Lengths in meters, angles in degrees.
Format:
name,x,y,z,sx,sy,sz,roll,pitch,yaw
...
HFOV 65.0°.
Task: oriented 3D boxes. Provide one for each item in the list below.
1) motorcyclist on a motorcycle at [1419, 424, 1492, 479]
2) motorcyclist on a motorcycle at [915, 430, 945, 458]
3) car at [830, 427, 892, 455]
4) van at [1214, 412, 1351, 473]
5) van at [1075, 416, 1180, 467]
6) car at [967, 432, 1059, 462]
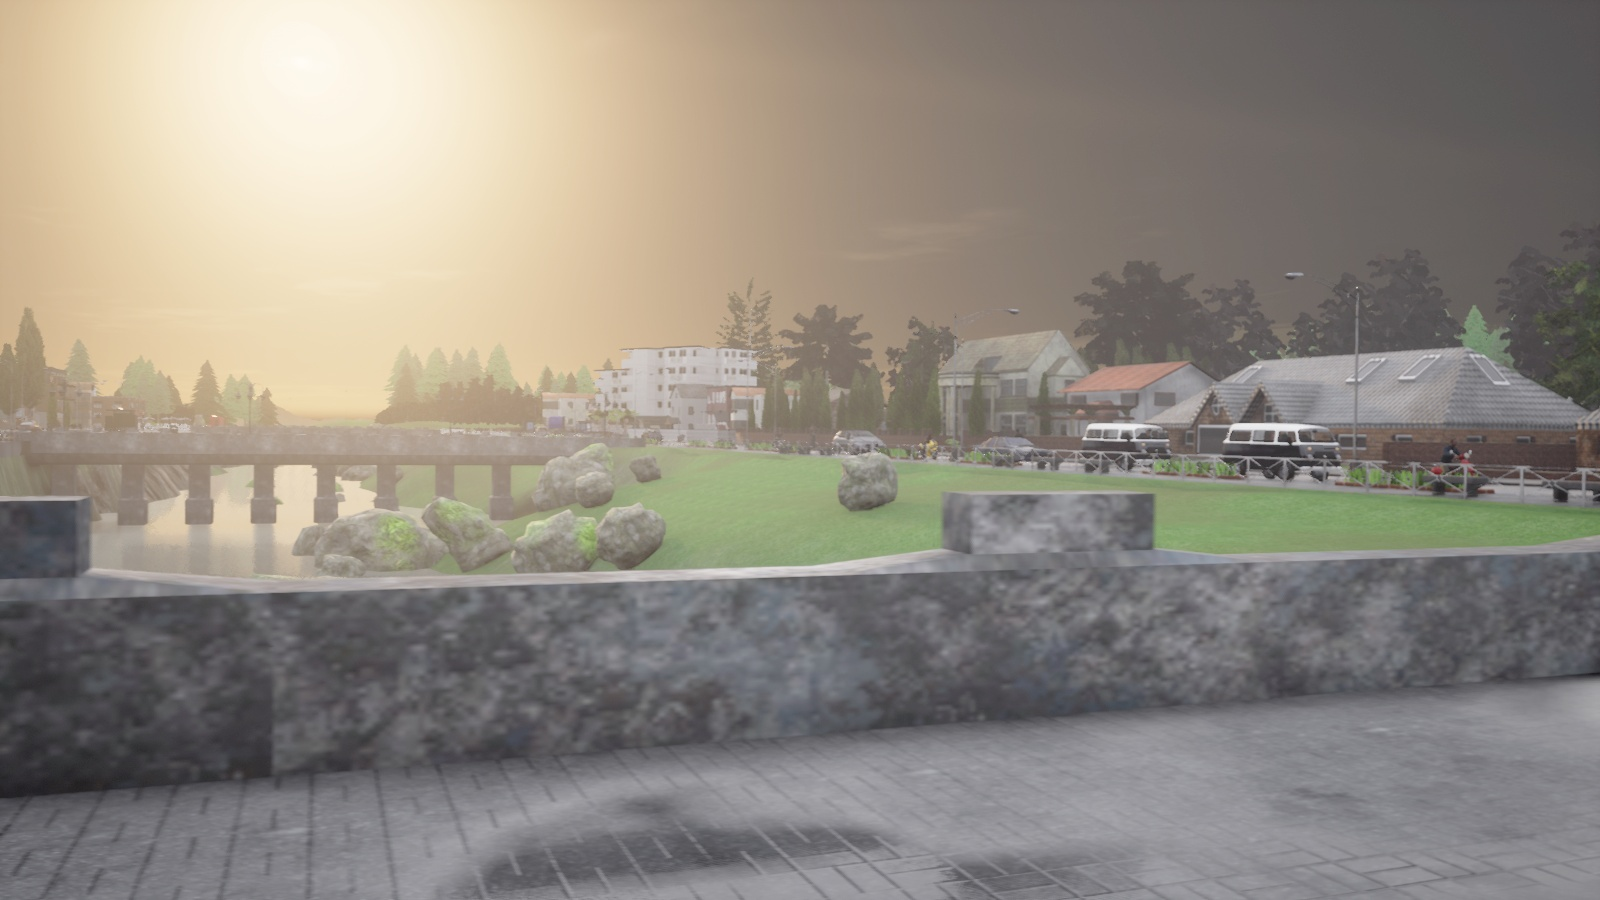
name,x,y,z,sx,sy,sz,roll,pitch,yaw
motorcyclist on a motorcycle,19.662,0.032,37.692,0.866,1.590,1.817,-1,1,-21
motorcyclist on a motorcycle,7.257,-0.334,70.339,0.797,1.523,2.044,-1,0,-21
car,3.796,-0.584,79.442,2.242,1.667,4.611,-1,1,-21
van,17.044,-0.282,44.577,2.069,2.038,4.480,-1,1,-21
van,13.780,-0.386,53.166,2.069,2.038,4.480,-1,1,-21
car,10.423,-0.169,62.007,2.033,1.411,5.357,-1,1,-21
